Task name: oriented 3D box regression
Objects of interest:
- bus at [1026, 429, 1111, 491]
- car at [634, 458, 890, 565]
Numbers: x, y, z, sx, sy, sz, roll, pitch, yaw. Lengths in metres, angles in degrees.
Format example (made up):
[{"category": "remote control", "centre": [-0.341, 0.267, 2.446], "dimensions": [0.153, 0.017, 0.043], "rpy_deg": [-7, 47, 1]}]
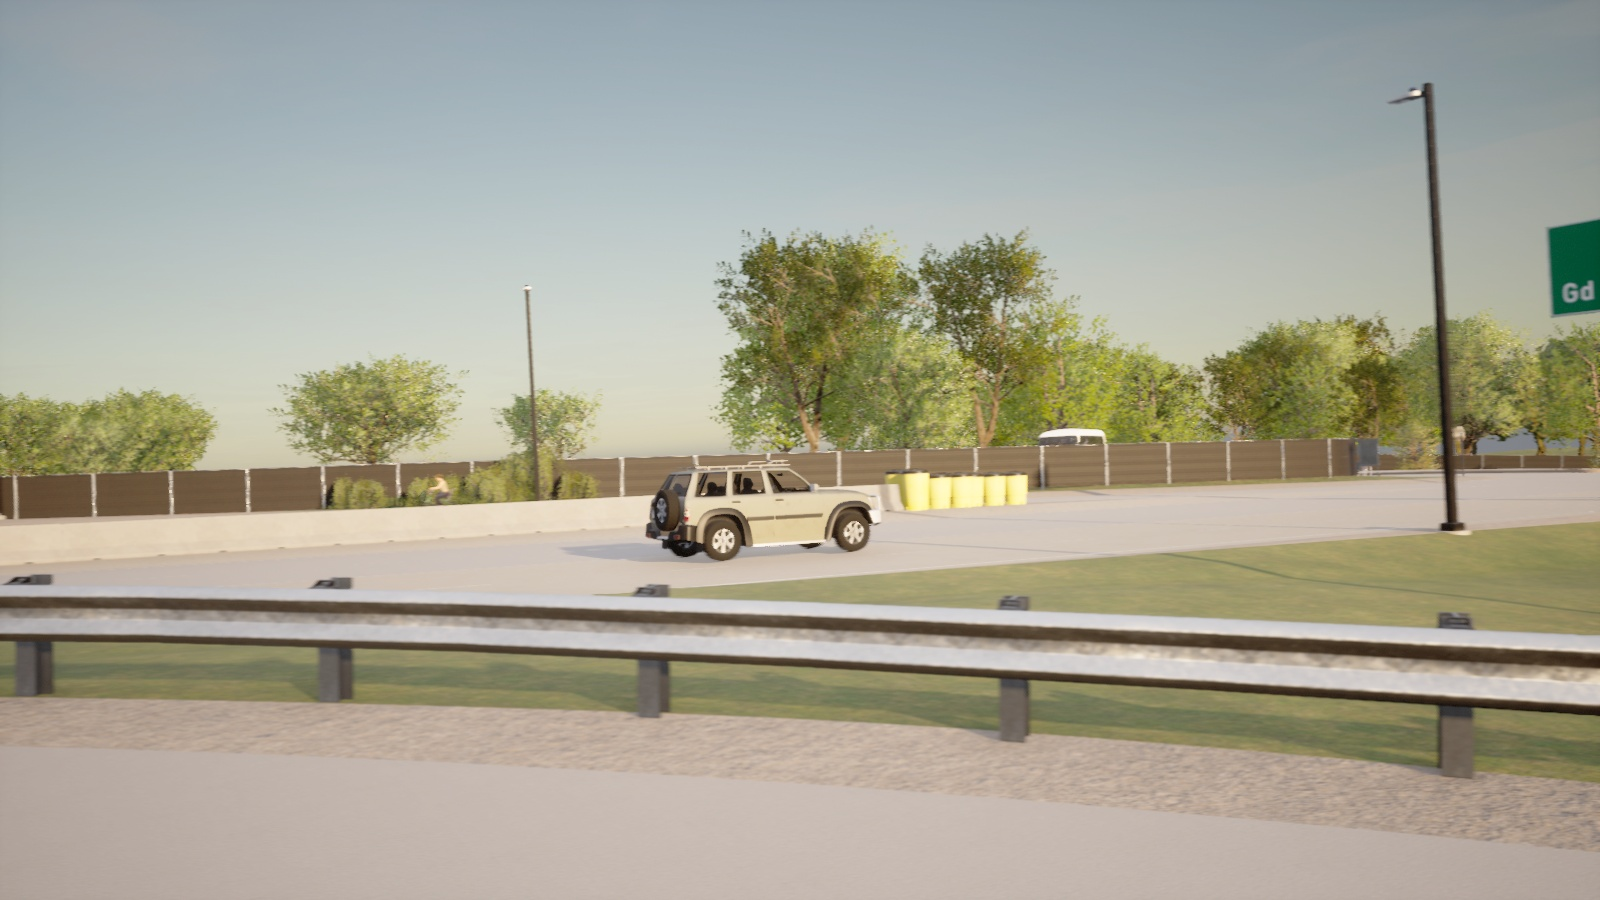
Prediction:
[{"category": "bus", "centre": [20.490, 0.721, 95.255], "dimensions": [3.944, 4.253, 10.273], "rpy_deg": [-3, -1, 25]}, {"category": "car", "centre": [-0.721, 1.145, 24.677], "dimensions": [4.605, 1.855, 1.932], "rpy_deg": [-1, -1, -30]}]
